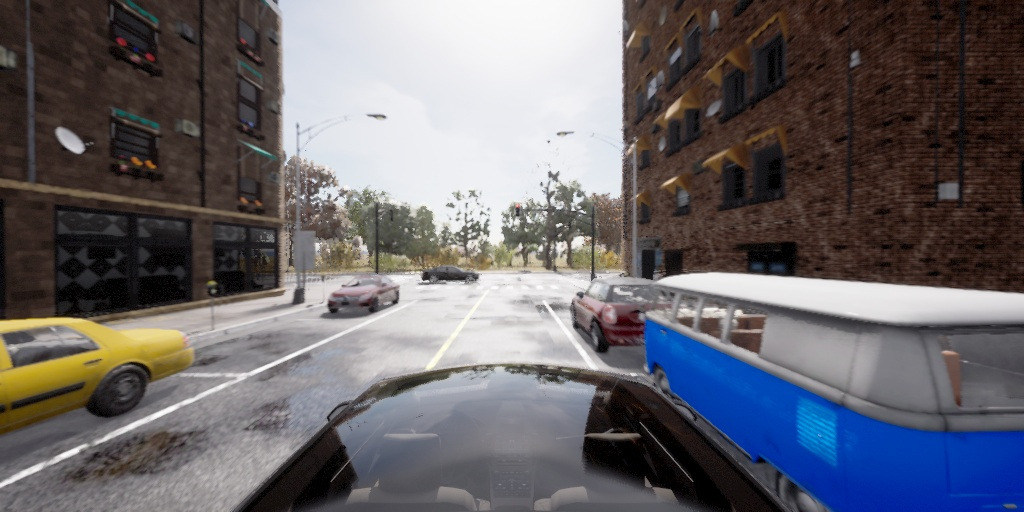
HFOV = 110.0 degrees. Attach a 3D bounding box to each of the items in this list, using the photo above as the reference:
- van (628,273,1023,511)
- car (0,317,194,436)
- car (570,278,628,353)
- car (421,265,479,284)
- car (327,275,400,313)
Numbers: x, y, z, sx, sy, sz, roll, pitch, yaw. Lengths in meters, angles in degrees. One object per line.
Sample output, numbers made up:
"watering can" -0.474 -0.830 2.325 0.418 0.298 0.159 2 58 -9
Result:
"van" 2.688 1.107 3.573 1.690 1.789 3.998 0 0 0
"car" -5.692 1.290 3.350 1.751 1.417 4.829 0 0 0
"car" 2.685 1.253 9.096 1.967 1.591 4.097 0 0 0
"car" -5.360 1.570 31.404 5.008 1.535 1.882 0 1 -8
"car" -5.795 1.440 14.562 1.802 1.307 4.207 0 0 0
